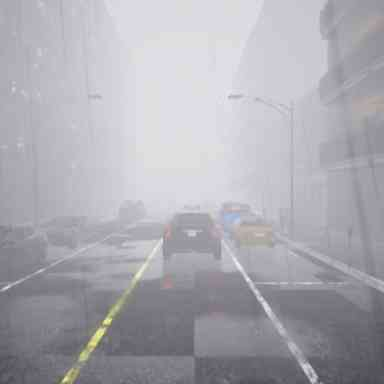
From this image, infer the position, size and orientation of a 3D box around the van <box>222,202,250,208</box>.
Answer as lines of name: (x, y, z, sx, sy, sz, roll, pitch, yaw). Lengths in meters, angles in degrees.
van: (2.662, 1.555, 20.979, 1.690, 1.788, 3.998, -1, -1, 0)

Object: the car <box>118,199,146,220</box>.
car: (-5.727, 1.648, 32.346, 2.192, 1.841, 5.009, -1, -1, 0)

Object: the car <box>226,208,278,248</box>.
car: (2.668, 1.683, 15.463, 1.752, 1.417, 4.829, -1, -1, 0)

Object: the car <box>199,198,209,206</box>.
car: (2.627, 2.200, 72.138, 1.967, 1.590, 4.097, -1, -1, 0)

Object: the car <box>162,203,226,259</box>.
car: (0.014, 1.487, 13.404, 2.097, 1.767, 4.553, 0, -1, 0)

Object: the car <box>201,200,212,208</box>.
car: (2.637, 2.181, 60.768, 1.887, 1.381, 4.507, -1, -1, 0)

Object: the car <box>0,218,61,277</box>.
car: (-5.707, 1.664, 9.606, 1.947, 1.339, 4.313, -1, -1, 0)

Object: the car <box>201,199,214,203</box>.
car: (2.645, 2.064, 49.398, 2.008, 1.369, 4.403, -1, -1, 0)

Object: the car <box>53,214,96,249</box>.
car: (-5.711, 1.722, 15.290, 1.947, 1.339, 4.313, -1, -1, 0)

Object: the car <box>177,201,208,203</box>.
car: (0.003, 1.785, 28.501, 2.128, 1.511, 4.902, 0, 0, 1)

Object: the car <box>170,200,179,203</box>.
car: (-3.087, 2.170, 61.521, 1.812, 1.442, 4.674, 0, -1, 1)
